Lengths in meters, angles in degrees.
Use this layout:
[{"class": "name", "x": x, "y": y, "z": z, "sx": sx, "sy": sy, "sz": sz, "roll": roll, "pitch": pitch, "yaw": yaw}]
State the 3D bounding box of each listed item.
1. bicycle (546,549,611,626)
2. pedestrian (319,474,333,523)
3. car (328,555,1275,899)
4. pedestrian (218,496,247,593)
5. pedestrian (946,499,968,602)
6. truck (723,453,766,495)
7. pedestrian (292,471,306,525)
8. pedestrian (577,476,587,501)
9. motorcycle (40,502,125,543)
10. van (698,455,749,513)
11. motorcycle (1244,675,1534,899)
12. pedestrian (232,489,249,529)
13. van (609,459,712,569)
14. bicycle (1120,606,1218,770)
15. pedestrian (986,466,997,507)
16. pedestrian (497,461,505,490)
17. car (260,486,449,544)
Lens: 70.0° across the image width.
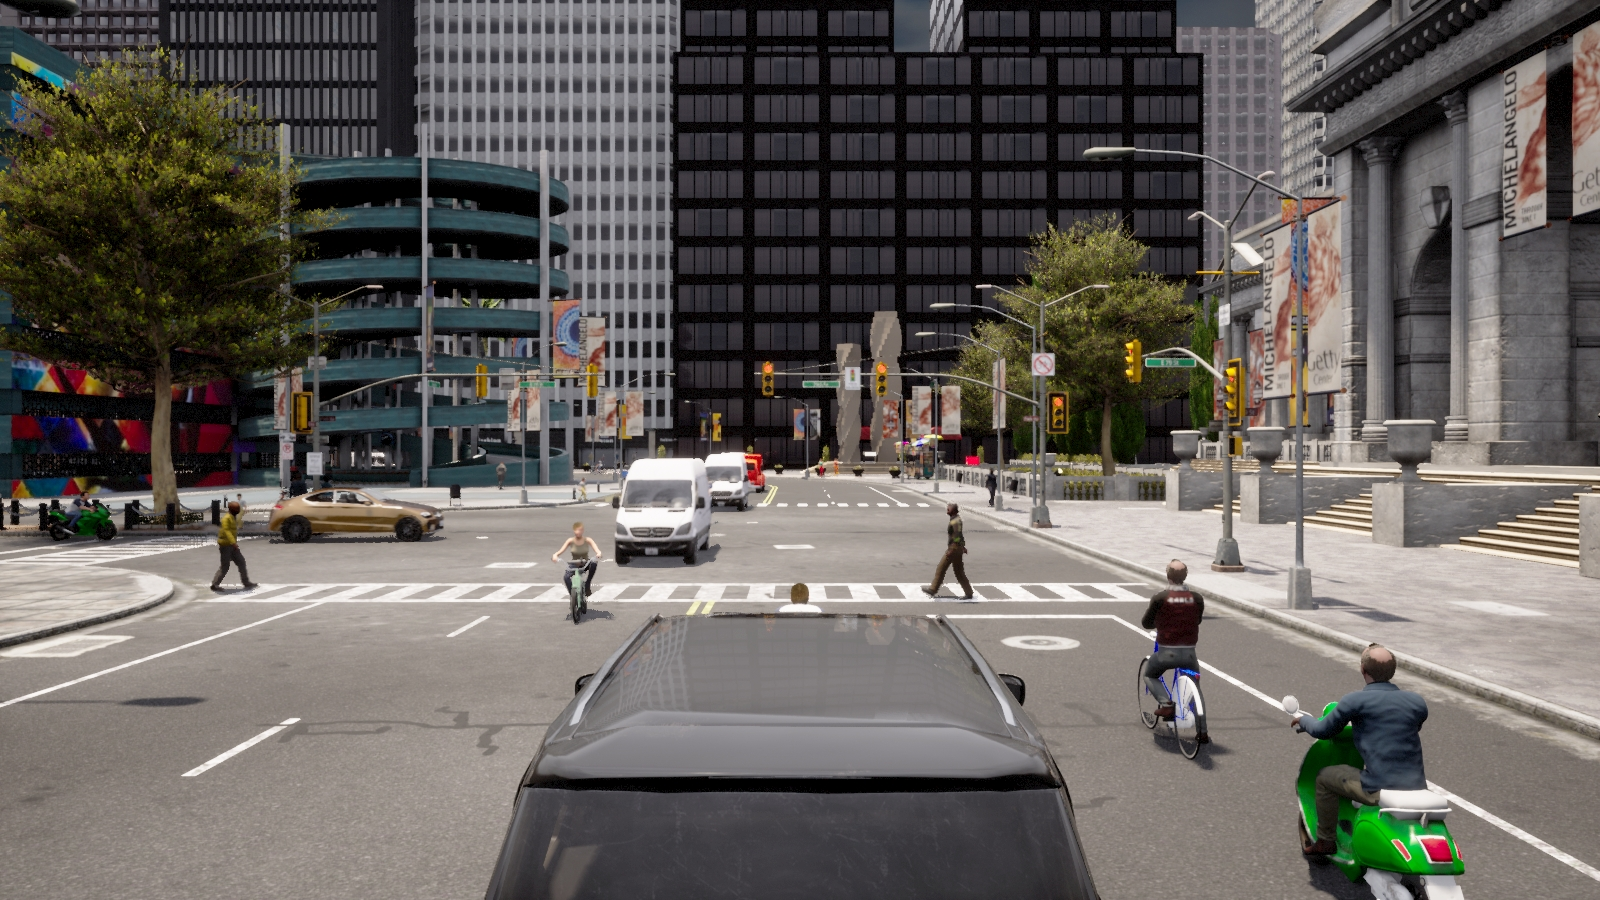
[{"class": "bicycle", "x": -3.642, "y": 2.248, "z": 18.928, "sx": 0.859, "sy": 1.080, "sz": 1.487, "roll": -1, "pitch": 0, "yaw": -4}, {"class": "pedestrian", "x": -17.924, "y": 1.831, "z": 43.211, "sx": 0.375, "sy": 1.860, "sz": 0.375, "roll": 0, "pitch": 0, "yaw": -8}, {"class": "car", "x": 0.021, "y": 1.777, "z": 5.375, "sx": 2.150, "sy": 2.045, "sz": 5.566, "roll": 0, "pitch": 0, "yaw": 0}, {"class": "pedestrian", "x": -11.044, "y": 1.840, "z": 22.250, "sx": 0.375, "sy": 1.860, "sz": 0.375, "roll": 0, "pitch": 0, "yaw": -1}, {"class": "pedestrian", "x": 2.893, "y": 1.841, "z": 21.033, "sx": 0.375, "sy": 1.860, "sz": 0.375, "roll": 0, "pitch": 0, "yaw": 3}, {"class": "truck", "x": -3.577, "y": 1.518, "z": 74.790, "sx": 2.627, "sy": 2.467, "sz": 5.204, "roll": 0, "pitch": 1, "yaw": -1}, {"class": "pedestrian", "x": -17.596, "y": 1.688, "z": 40.125, "sx": 0.375, "sy": 1.860, "sz": 0.375, "roll": 0, "pitch": 0, "yaw": -6}, {"class": "pedestrian", "x": -11.242, "y": 1.982, "z": 58.897, "sx": 0.375, "sy": 1.300, "sz": 0.375, "roll": 0, "pitch": 0, "yaw": 18}, {"class": "motorcycle", "x": -21.848, "y": 2.203, "z": 34.811, "sx": 2.033, "sy": 1.145, "sz": 0.803, "roll": -2, "pitch": 0, "yaw": -1}, {"class": "van", "x": -3.521, "y": 1.513, "z": 53.573, "sx": 1.988, "sy": 2.561, "sz": 5.915, "roll": 0, "pitch": 0, "yaw": 0}, {"class": "motorcycle", "x": 3.509, "y": 2.179, "z": 7.029, "sx": 0.856, "sy": 1.236, "sz": 1.805, "roll": 0, "pitch": 0, "yaw": 0}, {"class": "pedestrian", "x": -18.629, "y": 1.969, "z": 38.061, "sx": 0.375, "sy": 1.300, "sz": 0.375, "roll": 0, "pitch": 0, "yaw": 5}, {"class": "van", "x": -3.515, "y": 1.523, "z": 29.864, "sx": 1.988, "sy": 2.561, "sz": 5.915, "roll": 0, "pitch": 0, "yaw": 0}, {"class": "bicycle", "x": 3.482, "y": 2.205, "z": 10.903, "sx": 0.329, "sy": 1.171, "sz": 1.835, "roll": 0, "pitch": 0, "yaw": 0}, {"class": "pedestrian", "x": 8.765, "y": 1.676, "z": 52.344, "sx": 0.375, "sy": 1.860, "sz": 0.375, "roll": 0, "pitch": 0, "yaw": -12}, {"class": "pedestrian", "x": -19.622, "y": 1.667, "z": 74.935, "sx": 0.375, "sy": 1.860, "sz": 0.375, "roll": 0, "pitch": 0, "yaw": 6}, {"class": "car", "x": -13.621, "y": 1.977, "z": 35.239, "sx": 5.027, "sy": 1.651, "sz": 2.152, "roll": 0, "pitch": 0, "yaw": -5}]
